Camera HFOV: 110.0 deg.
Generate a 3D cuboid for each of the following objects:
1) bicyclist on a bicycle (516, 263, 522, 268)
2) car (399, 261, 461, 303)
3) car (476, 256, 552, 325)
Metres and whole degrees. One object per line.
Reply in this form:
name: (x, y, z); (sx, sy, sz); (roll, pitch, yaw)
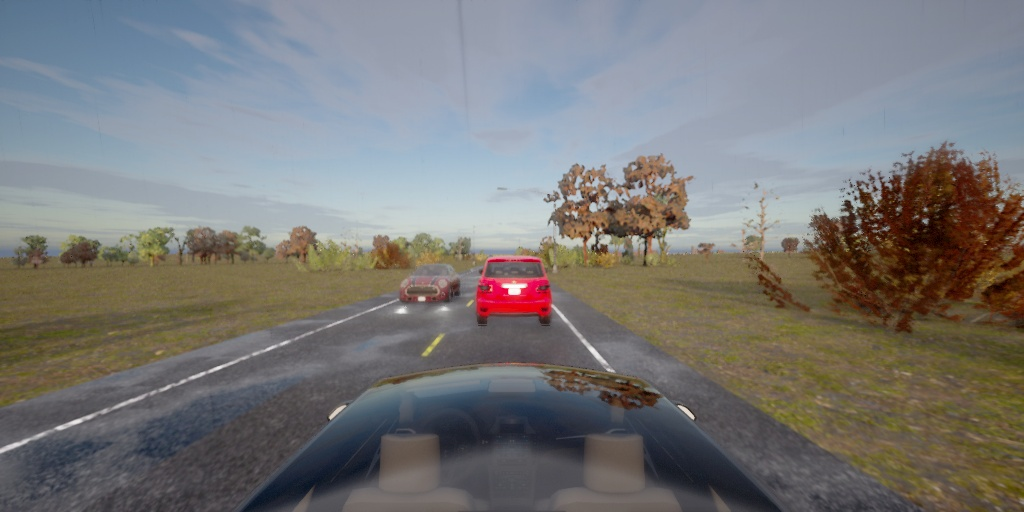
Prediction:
bicyclist on a bicycle: (0.777, 1.245, 37.663); (0.659, 1.776, 1.843); (0, 0, 0)
car: (-3.676, 1.154, 16.805); (2.097, 1.767, 4.553); (0, 0, 0)
car: (0.042, 1.010, 12.055); (2.150, 2.045, 5.566); (0, 0, 0)
